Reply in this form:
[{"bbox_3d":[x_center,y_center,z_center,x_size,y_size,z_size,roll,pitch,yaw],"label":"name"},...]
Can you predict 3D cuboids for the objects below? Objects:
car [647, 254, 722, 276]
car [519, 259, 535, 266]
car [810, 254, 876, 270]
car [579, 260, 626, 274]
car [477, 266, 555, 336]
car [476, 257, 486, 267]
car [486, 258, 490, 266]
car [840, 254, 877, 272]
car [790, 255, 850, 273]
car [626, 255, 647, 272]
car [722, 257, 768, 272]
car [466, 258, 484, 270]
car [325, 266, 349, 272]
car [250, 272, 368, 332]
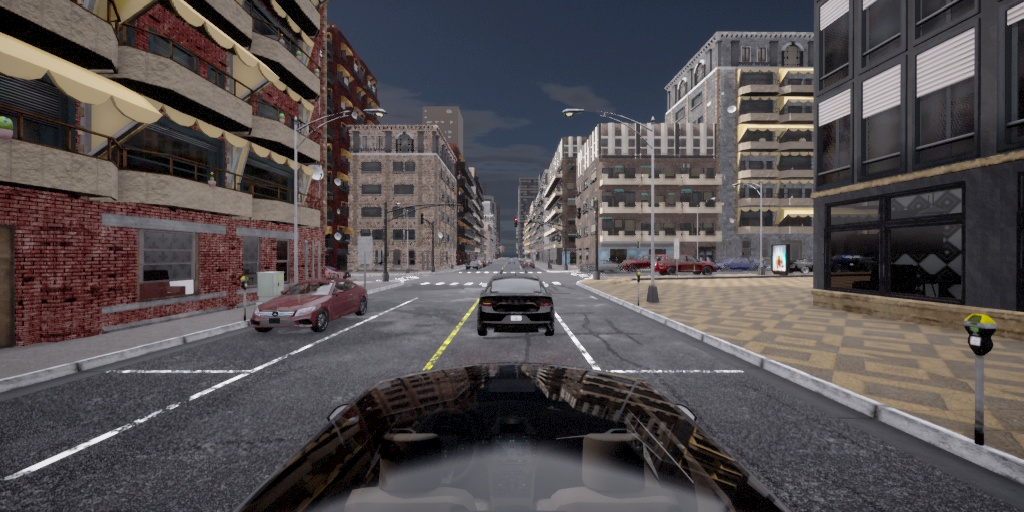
[{"bbox_3d":[14.700,0.778,30.750,5.009,1.841,2.192,0,0,-1],"label":"car"},{"bbox_3d":[2.670,1.207,58.474,1.967,1.591,4.097,0,0,0],"label":"car"},{"bbox_3d":[33.849,0.570,36.703,5.008,1.535,1.882,-1,0,0],"label":"car"},{"bbox_3d":[8.970,1.122,36.486,4.181,1.385,1.994,-1,0,0],"label":"car"},{"bbox_3d":[0.096,1.227,10.424,1.882,1.535,5.008,0,0,0],"label":"car"},{"bbox_3d":[-5.710,1.293,58.299,1.751,1.417,4.829,0,0,0],"label":"car"},{"bbox_3d":[-5.712,1.086,64.151,2.192,1.841,5.009,0,0,0],"label":"car"},{"bbox_3d":[31.340,0.717,30.901,4.313,1.339,1.948,0,0,-1],"label":"car"},{"bbox_3d":[25.793,0.822,30.850,4.313,1.339,1.948,0,0,-1],"label":"car"},{"bbox_3d":[14.562,0.764,39.129,5.009,1.841,2.192,0,0,-1],"label":"car"},{"bbox_3d":[22.834,0.847,36.616,5.357,1.411,2.033,-1,0,-1],"label":"car"},{"bbox_3d":[-5.708,1.330,52.786,1.948,1.339,4.313,0,0,0],"label":"car"},{"bbox_3d":[-17.187,1.610,33.046,4.181,1.385,1.994,-1,0,-1],"label":"car"},{"bbox_3d":[-5.744,1.332,10.763,1.802,1.307,4.207,0,0,0],"label":"car"}]
